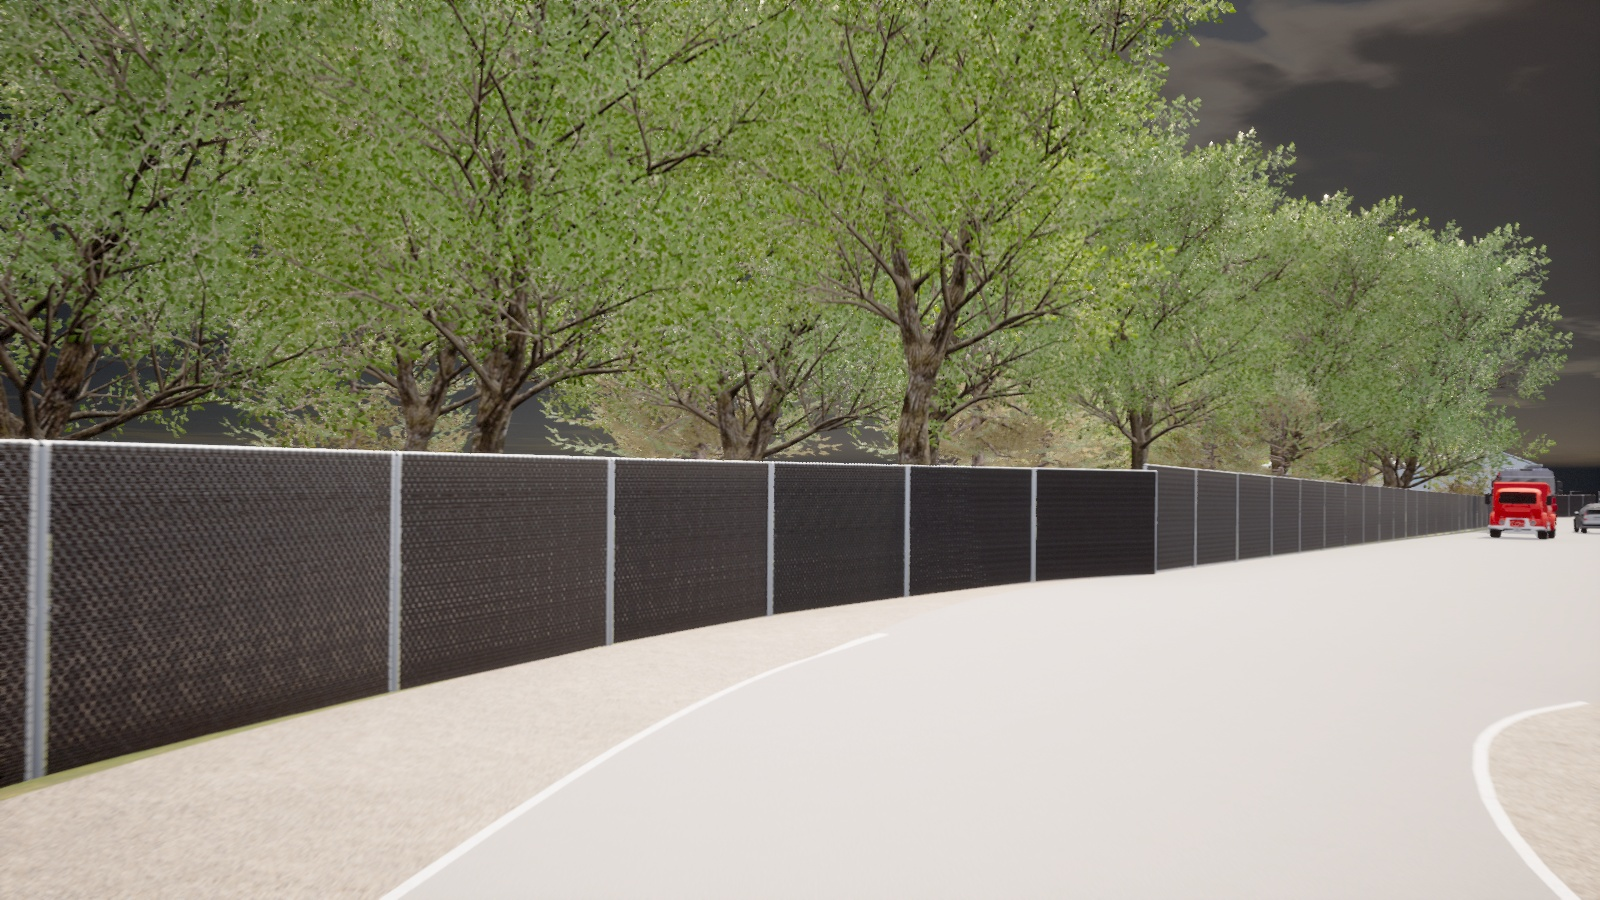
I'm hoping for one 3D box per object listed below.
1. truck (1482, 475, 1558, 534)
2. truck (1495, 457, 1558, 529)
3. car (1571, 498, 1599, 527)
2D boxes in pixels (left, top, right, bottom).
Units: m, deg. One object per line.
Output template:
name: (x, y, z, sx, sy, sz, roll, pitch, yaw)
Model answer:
truck: (31.880, 2.412, 55.528, 2.627, 2.467, 5.204, 0, -3, 33)
truck: (41.264, 2.431, 71.486, 2.891, 3.827, 8.468, 0, -2, 29)
car: (45.754, 3.566, 72.300, 1.851, 1.617, 3.988, 0, -2, 24)
